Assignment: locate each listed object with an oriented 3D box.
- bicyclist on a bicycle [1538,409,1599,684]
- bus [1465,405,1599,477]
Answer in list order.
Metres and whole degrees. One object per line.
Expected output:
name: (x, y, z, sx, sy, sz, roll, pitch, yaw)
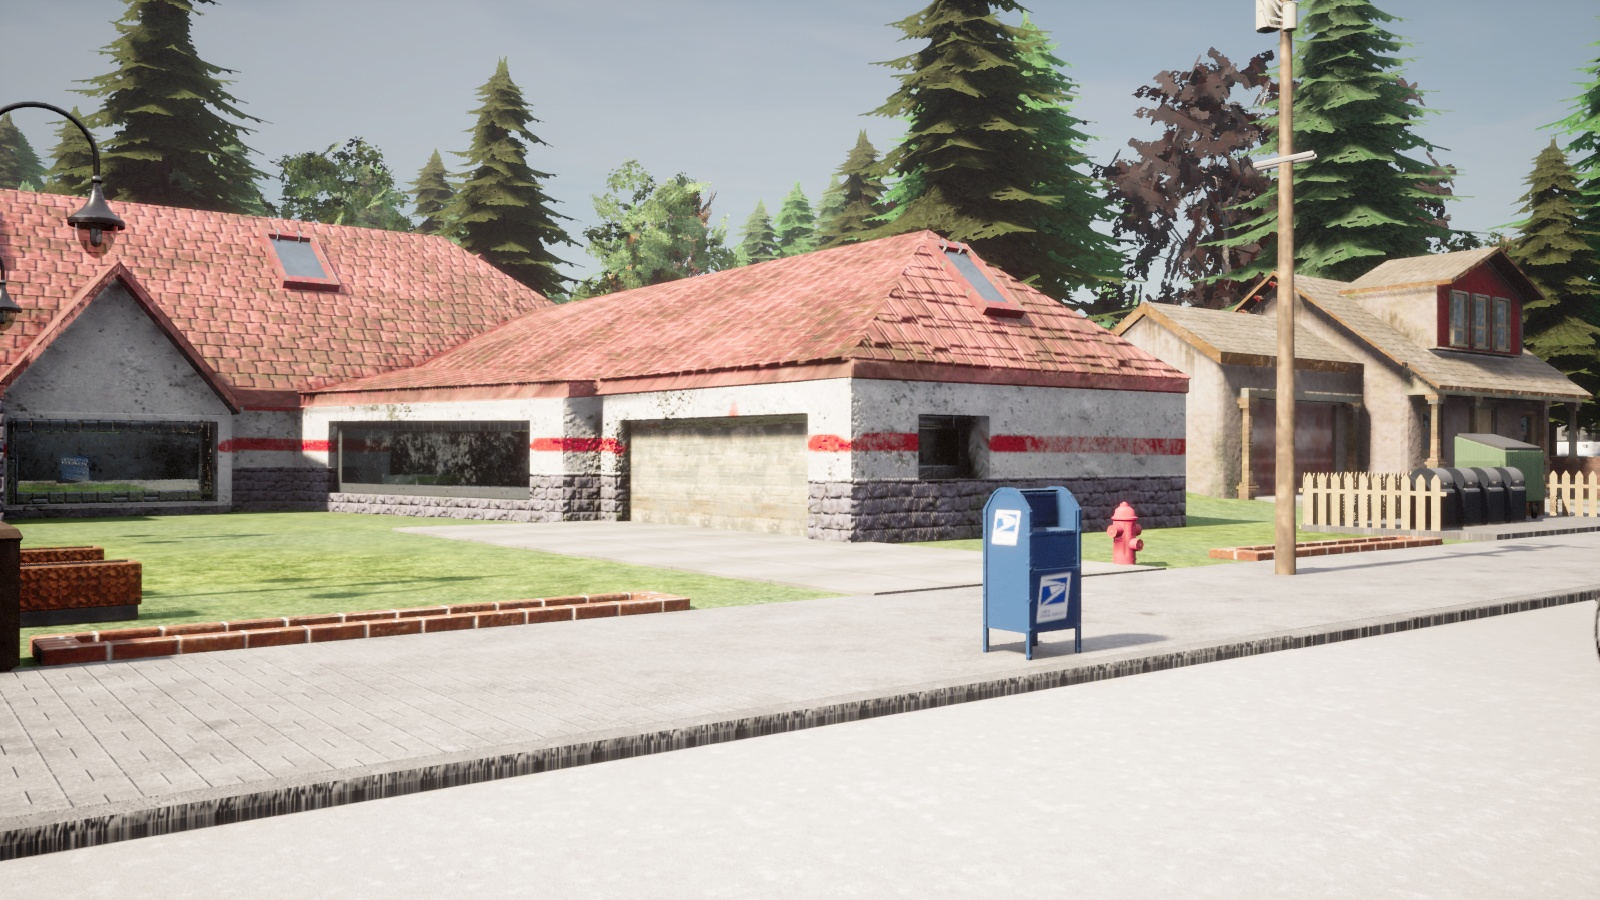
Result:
bicyclist on a bicycle: (5.867, 0.624, 8.686, 1.843, 1.776, 0.659, 0, 0, -37)
bus: (47.497, -0.542, 77.922, 3.944, 4.253, 10.273, 0, 0, -37)
